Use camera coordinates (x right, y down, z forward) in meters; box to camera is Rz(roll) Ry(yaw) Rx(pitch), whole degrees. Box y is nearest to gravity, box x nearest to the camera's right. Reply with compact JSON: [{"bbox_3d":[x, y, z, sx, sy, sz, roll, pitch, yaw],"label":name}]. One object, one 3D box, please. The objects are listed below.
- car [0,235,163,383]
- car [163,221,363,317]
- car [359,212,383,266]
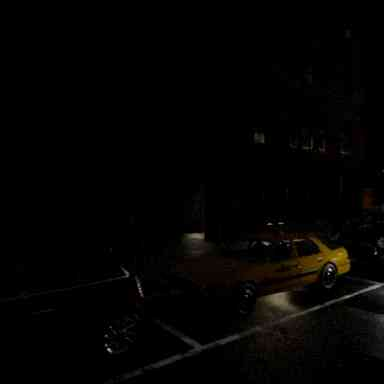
[{"bbox_3d":[-2.678,1.460,4.271,4.097,1.590,1.967,0,0,-36],"label":"car"},{"bbox_3d":[1.646,1.513,7.421,4.829,1.417,1.752,0,0,-36],"label":"car"},{"bbox_3d":[6.243,1.393,10.772,4.097,1.590,1.967,0,0,-36],"label":"car"}]
